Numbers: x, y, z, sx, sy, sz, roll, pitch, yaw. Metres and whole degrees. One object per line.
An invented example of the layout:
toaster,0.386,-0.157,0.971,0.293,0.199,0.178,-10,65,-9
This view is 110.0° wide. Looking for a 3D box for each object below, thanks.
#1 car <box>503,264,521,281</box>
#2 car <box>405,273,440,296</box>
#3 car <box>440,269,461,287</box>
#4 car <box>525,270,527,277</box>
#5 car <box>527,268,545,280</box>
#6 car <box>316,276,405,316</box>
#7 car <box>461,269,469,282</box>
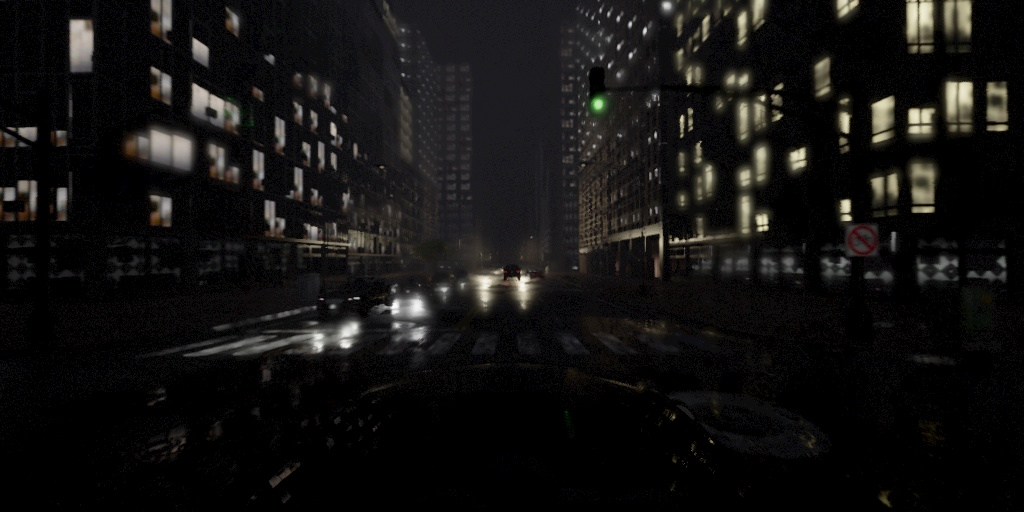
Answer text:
car,0.005,2.107,46.242,2.150,2.045,5.566,-1,-1,0
car,-6.601,2.011,24.977,1.895,1.301,4.718,-1,-1,0
car,-6.590,2.204,34.745,2.033,1.411,5.357,-1,-1,0
car,3.264,2.652,58.475,2.128,1.511,4.902,-1,-1,0
car,3.358,2.507,48.310,1.895,1.301,4.718,-1,-1,0
car,-6.606,1.665,15.701,2.128,1.511,4.902,-1,-1,0
car,-6.552,2.395,45.085,1.882,1.535,5.008,-1,-1,1
